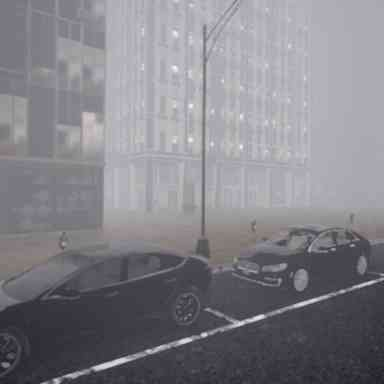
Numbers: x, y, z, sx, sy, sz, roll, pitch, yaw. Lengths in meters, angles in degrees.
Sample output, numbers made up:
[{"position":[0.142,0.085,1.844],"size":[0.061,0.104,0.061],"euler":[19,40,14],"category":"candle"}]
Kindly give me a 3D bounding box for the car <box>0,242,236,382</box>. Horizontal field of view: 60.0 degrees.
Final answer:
[{"position":[-1.592,1.567,5.415],"size":[4.313,1.339,1.947],"euler":[0,0,-36],"category":"car"}]

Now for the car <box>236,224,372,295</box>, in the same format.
[{"position":[3.000,1.557,8.694],"size":[4.403,1.369,2.008],"euler":[0,0,-36],"category":"car"}]
